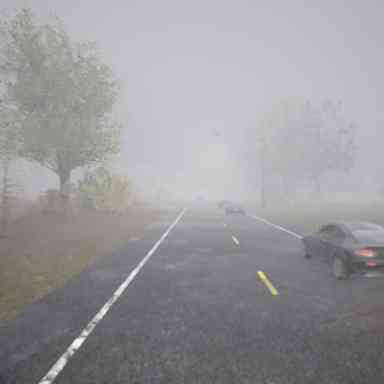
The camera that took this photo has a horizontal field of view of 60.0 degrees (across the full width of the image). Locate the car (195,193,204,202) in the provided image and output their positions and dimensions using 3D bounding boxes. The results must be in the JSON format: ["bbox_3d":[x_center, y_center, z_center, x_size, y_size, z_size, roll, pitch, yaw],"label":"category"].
[{"bbox_3d":[1.705,1.327,74.983,2.097,1.767,4.553,1,0,1],"label":"car"}]

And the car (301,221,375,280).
[{"bbox_3d":[4.740,1.595,9.980,1.812,1.442,4.674,1,0,1],"label":"car"}]

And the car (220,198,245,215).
[{"bbox_3d":[4.318,1.622,34.351,1.994,1.385,4.181,1,0,2],"label":"car"}]

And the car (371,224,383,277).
[{"bbox_3d":[4.606,1.519,4.171,1.801,1.575,5.366,1,0,1],"label":"car"}]

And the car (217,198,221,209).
[{"bbox_3d":[4.551,1.560,46.190,1.837,1.490,4.892,1,0,2],"label":"car"}]
